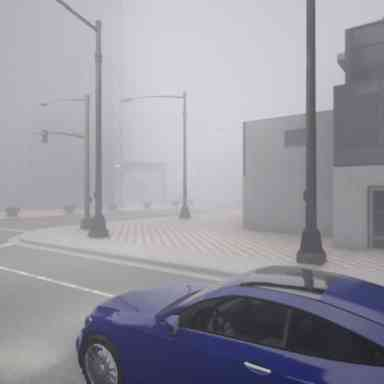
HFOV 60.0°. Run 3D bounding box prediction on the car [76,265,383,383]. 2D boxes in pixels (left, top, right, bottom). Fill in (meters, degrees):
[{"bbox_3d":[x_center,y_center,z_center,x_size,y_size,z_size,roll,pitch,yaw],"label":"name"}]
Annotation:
[{"bbox_3d":[0.789,1.535,3.433,4.674,1.442,1.812,0,0,36],"label":"car"}]
